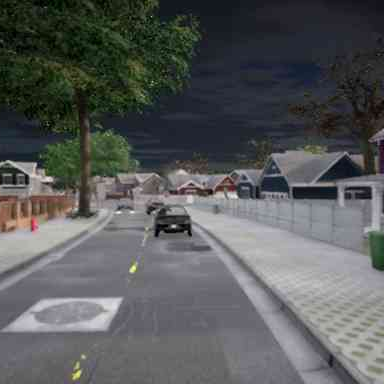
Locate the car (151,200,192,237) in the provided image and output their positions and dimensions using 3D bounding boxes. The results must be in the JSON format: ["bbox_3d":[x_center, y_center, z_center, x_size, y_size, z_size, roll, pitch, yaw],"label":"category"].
[{"bbox_3d":[-1.121,1.451,18.162,1.882,1.535,5.008,0,0,-6],"label":"car"}]

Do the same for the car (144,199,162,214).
[{"bbox_3d":[-3.796,1.474,34.323,1.837,1.490,4.892,0,0,-12],"label":"car"}]

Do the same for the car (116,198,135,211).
[{"bbox_3d":[-8.185,1.506,40.824,1.837,1.490,4.892,0,0,-14],"label":"car"}]
